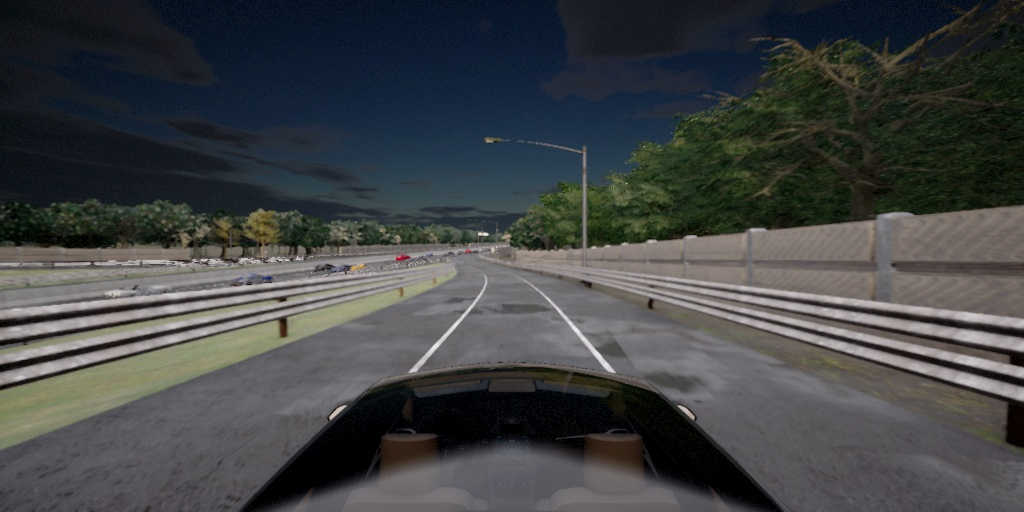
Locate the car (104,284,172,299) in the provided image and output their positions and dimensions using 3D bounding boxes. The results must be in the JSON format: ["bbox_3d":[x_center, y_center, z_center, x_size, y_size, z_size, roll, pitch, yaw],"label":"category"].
[{"bbox_3d":[-37.489,3.526,36.200,1.895,1.301,4.718,0,3,8],"label":"car"}]

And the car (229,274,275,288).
[{"bbox_3d":[-29.759,3.188,41.184,1.882,1.535,5.008,0,3,8],"label":"car"}]
